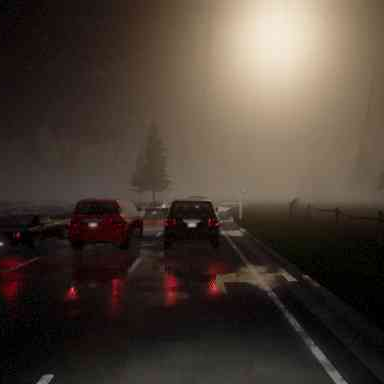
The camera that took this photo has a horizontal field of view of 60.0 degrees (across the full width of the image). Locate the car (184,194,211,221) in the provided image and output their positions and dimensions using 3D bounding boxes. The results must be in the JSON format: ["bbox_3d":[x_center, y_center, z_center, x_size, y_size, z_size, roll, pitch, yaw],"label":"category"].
[{"bbox_3d":[0.569,1.255,29.298,2.150,2.045,5.566,0,0,4],"label":"car"}]

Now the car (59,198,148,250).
[{"bbox_3d":[-3.500,1.255,14.432,2.150,2.045,5.566,0,0,0],"label":"car"}]

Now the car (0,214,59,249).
[{"bbox_3d":[-7.000,1.613,14.432,1.895,1.301,4.718,0,0,0],"label":"car"}]

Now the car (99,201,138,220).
[{"bbox_3d":[-6.419,1.560,29.709,2.033,1.411,5.357,0,0,4],"label":"car"}]

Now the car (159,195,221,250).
[{"bbox_3d":[0.000,1.255,14.432,2.150,2.045,5.566,0,0,0],"label":"car"}]

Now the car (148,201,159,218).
[{"bbox_3d":[-2.926,1.492,29.489,2.128,1.511,4.902,0,0,4],"label":"car"}]
